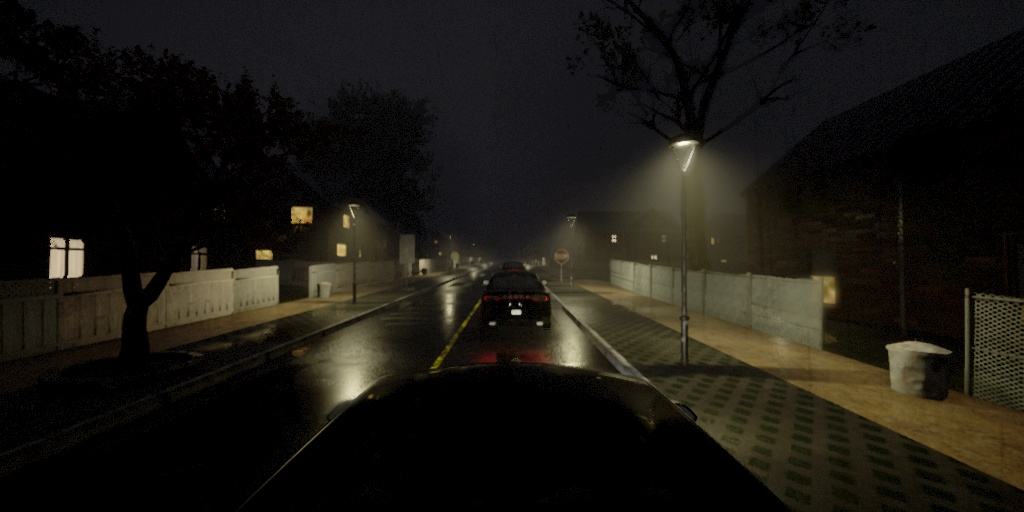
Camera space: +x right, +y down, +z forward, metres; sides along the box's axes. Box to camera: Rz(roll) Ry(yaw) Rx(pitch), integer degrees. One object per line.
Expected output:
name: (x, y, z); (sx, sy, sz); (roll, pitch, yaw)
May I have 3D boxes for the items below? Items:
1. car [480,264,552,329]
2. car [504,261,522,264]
car: (0.097, 1.196, 11.132); (1.882, 1.535, 5.008); (0, 0, 0)
car: (0.088, 1.148, 26.969); (1.882, 1.535, 5.008); (0, 0, 0)
